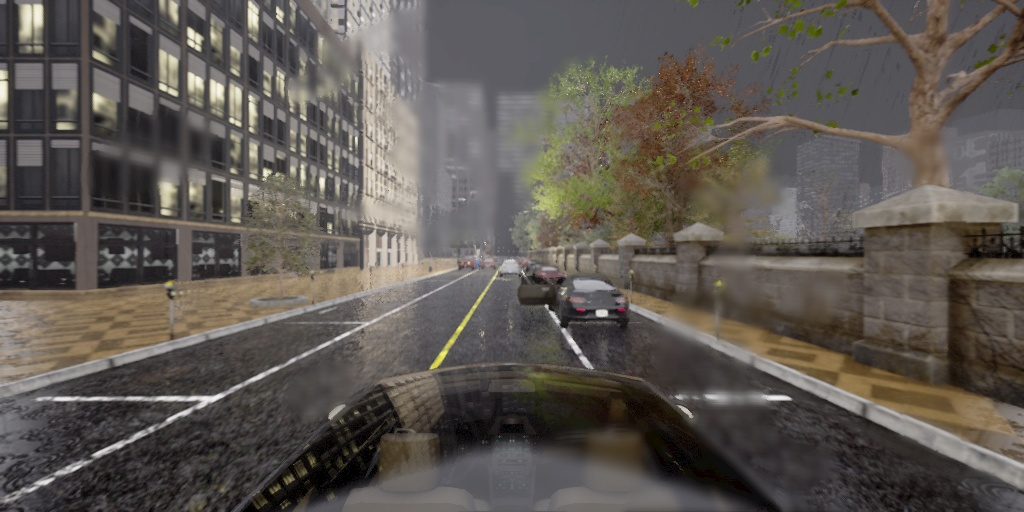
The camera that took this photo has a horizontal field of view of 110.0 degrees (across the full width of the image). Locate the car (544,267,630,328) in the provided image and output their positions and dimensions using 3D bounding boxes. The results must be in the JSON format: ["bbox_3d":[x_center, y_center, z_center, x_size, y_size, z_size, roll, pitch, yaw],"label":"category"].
[{"bbox_3d":[2.203,1.230,11.129,1.812,1.442,4.674,0,0,0],"label":"car"}]

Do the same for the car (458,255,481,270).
[{"bbox_3d":[-5.727,0.840,46.558,2.192,1.841,5.009,0,0,0],"label":"car"}]

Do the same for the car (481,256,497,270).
[{"bbox_3d":[-3.046,1.045,47.530,1.812,1.442,4.674,0,0,0],"label":"car"}]

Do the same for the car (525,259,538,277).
[{"bbox_3d":[2.414,1.176,29.864,1.948,1.339,4.313,0,0,0],"label":"car"}]

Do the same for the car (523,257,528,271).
[{"bbox_3d":[2.337,1.119,40.964,1.948,1.339,4.313,0,0,0],"label":"car"}]

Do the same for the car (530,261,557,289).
[{"bbox_3d":[2.453,1.220,24.315,1.802,1.307,4.207,0,0,0],"label":"car"}]

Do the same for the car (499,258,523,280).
[{"bbox_3d":[-0.135,1.119,33.130,1.812,1.442,4.674,0,0,0],"label":"car"}]
